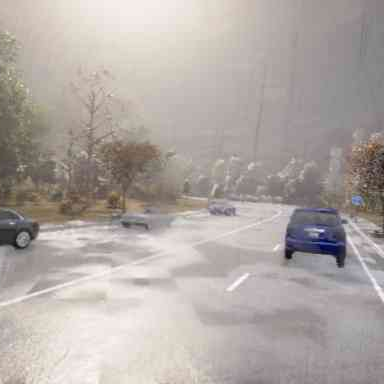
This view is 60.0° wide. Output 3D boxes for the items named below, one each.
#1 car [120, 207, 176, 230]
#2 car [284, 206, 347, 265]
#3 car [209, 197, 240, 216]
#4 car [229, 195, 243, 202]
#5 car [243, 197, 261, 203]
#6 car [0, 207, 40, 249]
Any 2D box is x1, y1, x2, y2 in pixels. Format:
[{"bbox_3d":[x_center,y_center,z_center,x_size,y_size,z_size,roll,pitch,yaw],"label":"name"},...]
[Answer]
[{"bbox_3d":[-2.835,1.684,22.338,1.895,1.301,4.718,3,0,22],"label":"car"},{"bbox_3d":[5.253,1.656,14.059,2.150,2.045,5.566,3,-1,22],"label":"car"},{"bbox_3d":[3.585,1.770,38.073,2.097,1.767,4.553,3,0,22],"label":"car"},{"bbox_3d":[12.197,1.866,88.899,2.033,1.411,5.357,3,0,-25],"label":"car"},{"bbox_3d":[16.300,2.102,88.130,1.812,1.442,4.674,3,0,-25],"label":"car"},{"bbox_3d":[-7.405,1.239,11.057,1.837,1.490,4.892,3,-1,22],"label":"car"}]
